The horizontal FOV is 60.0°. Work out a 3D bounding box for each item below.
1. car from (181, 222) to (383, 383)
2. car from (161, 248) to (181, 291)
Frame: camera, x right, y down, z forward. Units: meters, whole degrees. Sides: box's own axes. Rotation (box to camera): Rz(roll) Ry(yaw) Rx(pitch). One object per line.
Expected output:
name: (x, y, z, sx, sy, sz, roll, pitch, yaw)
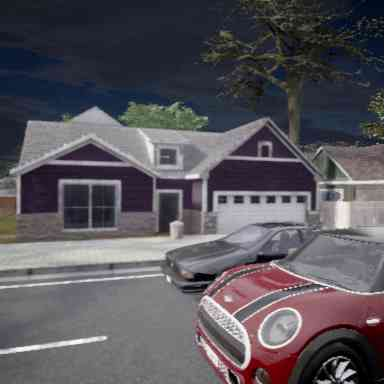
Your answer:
car: (2.370, 1.302, 4.565, 4.553, 1.767, 2.097, 0, 1, -19)
car: (2.036, 1.452, 7.885, 5.357, 1.411, 2.033, 0, 1, -19)
